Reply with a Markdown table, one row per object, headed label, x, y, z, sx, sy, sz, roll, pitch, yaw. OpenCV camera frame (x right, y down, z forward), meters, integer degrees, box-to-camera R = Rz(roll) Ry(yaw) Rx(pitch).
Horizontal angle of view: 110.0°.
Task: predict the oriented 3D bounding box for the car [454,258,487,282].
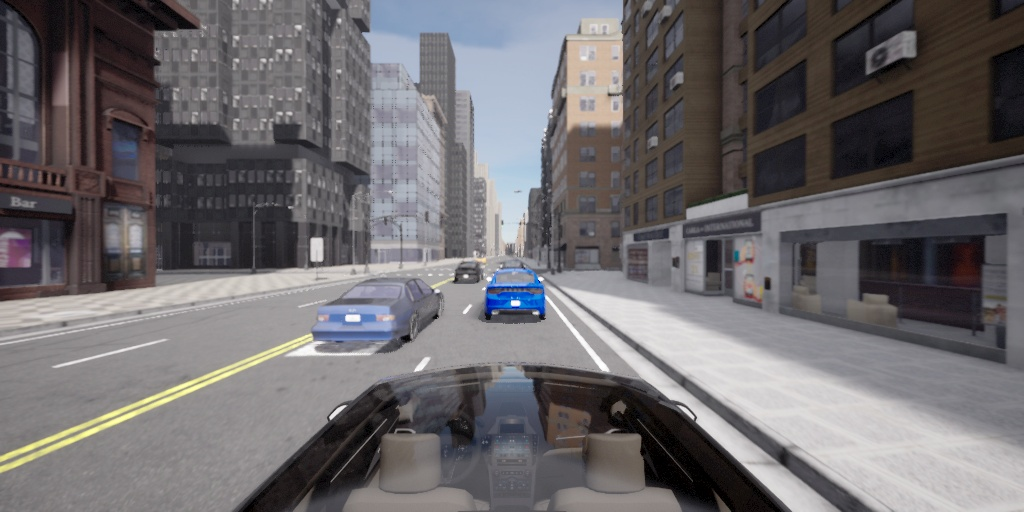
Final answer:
| label | x | y | z | sx | sy | sz | roll | pitch | yaw |
| --- | --- | --- | --- | --- | --- | --- | --- | --- | --- |
| car | -3.152 | 1.136 | 26.895 | 1.837 | 1.490 | 4.892 | 0 | 0 | 0 |

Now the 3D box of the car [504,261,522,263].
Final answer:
| label | x | y | z | sx | sy | sz | roll | pitch | yaw |
| --- | --- | --- | --- | --- | --- | --- | --- | --- | --- |
| car | 0.097 | 1.106 | 27.602 | 1.882 | 1.535 | 5.008 | 0 | 0 | 0 |

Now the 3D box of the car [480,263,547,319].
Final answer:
| label | x | y | z | sx | sy | sz | roll | pitch | yaw |
| --- | --- | --- | --- | --- | --- | --- | --- | --- | --- |
| car | 0.101 | 1.175 | 12.610 | 1.882 | 1.535 | 5.008 | 0 | 0 | 0 |

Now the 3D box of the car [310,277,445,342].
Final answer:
| label | x | y | z | sx | sy | sz | roll | pitch | yaw |
| --- | --- | --- | --- | --- | --- | --- | --- | --- | --- |
| car | -3.147 | 1.259 | 9.602 | 2.033 | 1.411 | 5.357 | 0 | 0 | 0 |
